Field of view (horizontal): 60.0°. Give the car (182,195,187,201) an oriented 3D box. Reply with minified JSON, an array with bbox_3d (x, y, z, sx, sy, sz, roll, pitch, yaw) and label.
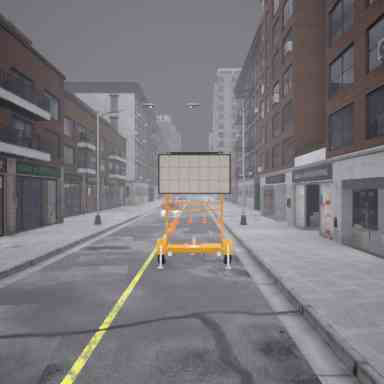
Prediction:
[{"bbox_3d":[-2.368,1.442,82.196,1.837,1.490,4.892,0,0,0],"label":"car"}]

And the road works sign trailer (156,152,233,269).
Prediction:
[{"bbox_3d":[0.084,0.463,11.170,2.380,3.560,2.880,0,0,0],"label":"road works sign trailer"}]

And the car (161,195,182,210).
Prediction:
[{"bbox_3d":[-2.772,1.334,42.773,2.097,1.767,4.553,0,0,0],"label":"car"}]
